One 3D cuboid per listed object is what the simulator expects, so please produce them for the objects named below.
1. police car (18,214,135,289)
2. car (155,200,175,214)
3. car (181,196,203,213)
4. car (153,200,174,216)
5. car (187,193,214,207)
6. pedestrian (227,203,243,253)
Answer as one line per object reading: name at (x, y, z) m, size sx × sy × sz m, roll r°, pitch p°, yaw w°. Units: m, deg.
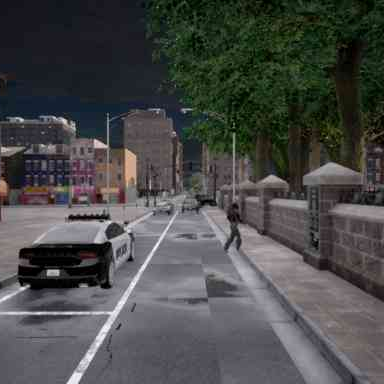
police car at (-2.818, 1.425, 9.291) m, size 1.930 × 1.638 × 5.238 m, roll 0°, pitch 0°, yaw 0°
car at (-2.905, 1.565, 36.544) m, size 1.947 × 1.339 × 4.313 m, roll 0°, pitch 0°, yaw 0°
car at (-0.184, 1.490, 36.745) m, size 2.128 × 1.511 × 4.902 m, roll 0°, pitch 0°, yaw 0°
car at (-2.878, 1.581, 32.882) m, size 1.802 × 1.307 × 4.206 m, roll 0°, pitch 0°, yaw 0°
car at (1.234, 1.208, 47.715) m, size 2.150 × 2.045 × 5.566 m, roll 0°, pitch 0°, yaw 36°
pedestrian at (1.588, 1.293, 12.330) m, size 0.375 × 1.860 × 0.375 m, roll 0°, pitch 0°, yaw 0°
